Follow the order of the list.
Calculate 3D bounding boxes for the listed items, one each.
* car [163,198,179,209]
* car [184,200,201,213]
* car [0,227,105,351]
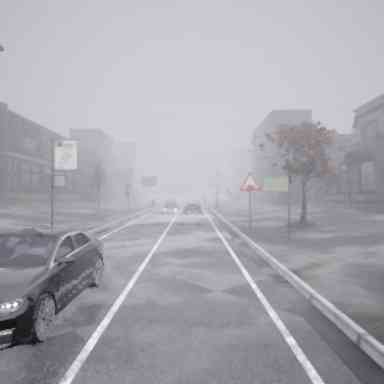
[{"bbox_3d":[-3.085,1.704,49.485,1.837,1.490,4.892,0,-2,0],"label":"car"},{"bbox_3d":[0.087,1.591,37.966,1.812,1.442,4.674,0,0,0],"label":"car"},{"bbox_3d":[-3.102,1.509,6.487,2.128,1.511,4.902,0,0,0],"label":"car"}]
